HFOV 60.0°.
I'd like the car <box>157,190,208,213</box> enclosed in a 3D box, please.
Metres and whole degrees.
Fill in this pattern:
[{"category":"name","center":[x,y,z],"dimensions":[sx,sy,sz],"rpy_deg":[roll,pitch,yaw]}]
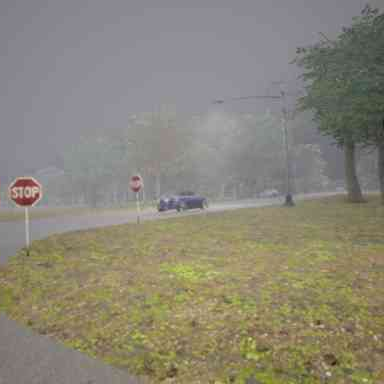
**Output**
[{"category":"car","center":[-0.665,0.641,26.052],"dimensions":[2.097,1.767,4.553],"rpy_deg":[-4,-1,34]}]

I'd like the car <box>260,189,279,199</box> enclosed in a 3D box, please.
[{"category":"car","center":[13.877,0.307,59.785],"dimensions":[2.097,1.767,4.553],"rpy_deg":[-4,-1,34]}]
